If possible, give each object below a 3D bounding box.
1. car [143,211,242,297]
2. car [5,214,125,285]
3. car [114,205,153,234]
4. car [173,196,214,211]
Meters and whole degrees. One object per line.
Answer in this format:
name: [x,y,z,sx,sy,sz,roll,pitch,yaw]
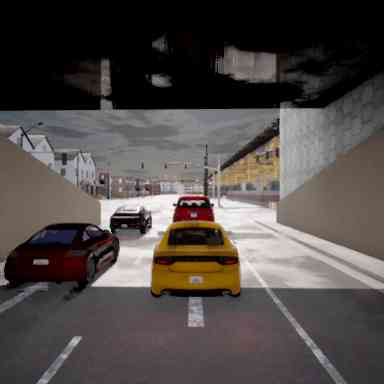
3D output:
car: [0.082,1.477,8.646,1.882,1.535,5.008,0,0,0]
car: [-3.419,1.563,9.553,1.994,1.385,4.181,0,0,0]
car: [-3.415,1.490,19.219,2.128,1.511,4.902,0,0,0]
car: [0.087,1.220,18.629,2.150,2.045,5.566,0,0,0]
